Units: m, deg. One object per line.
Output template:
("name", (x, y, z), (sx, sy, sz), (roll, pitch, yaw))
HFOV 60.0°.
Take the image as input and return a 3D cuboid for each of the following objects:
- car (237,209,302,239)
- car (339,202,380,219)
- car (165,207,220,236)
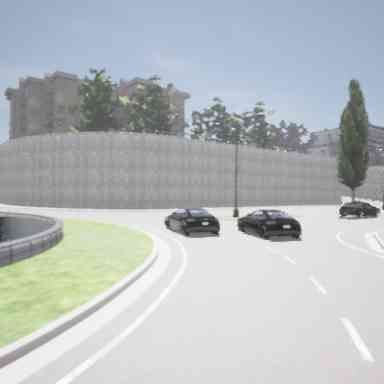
("car", (3.960, 1.599, 17.630), (1.994, 1.385, 4.181), (1, 0, -15))
("car", (15.793, 1.673, 31.275), (4.892, 1.490, 1.837), (1, 0, -35))
("car", (-0.084, 1.549, 18.592), (1.994, 1.385, 4.181), (1, 0, -22))
